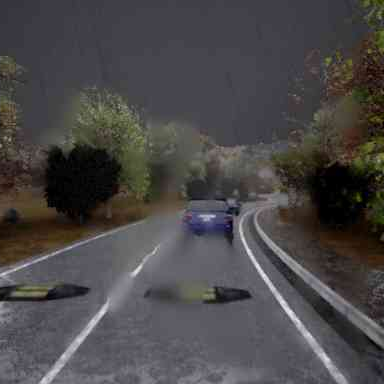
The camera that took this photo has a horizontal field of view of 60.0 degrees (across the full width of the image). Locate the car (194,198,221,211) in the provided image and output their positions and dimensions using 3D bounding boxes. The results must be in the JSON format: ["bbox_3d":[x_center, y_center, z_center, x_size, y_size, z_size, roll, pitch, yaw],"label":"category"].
[{"bbox_3d":[1.988,1.477,40.891,2.033,1.411,5.357,1,0,16],"label":"car"}]

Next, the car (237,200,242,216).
[{"bbox_3d":[3.852,1.355,33.337,2.097,1.767,4.553,1,0,13],"label":"car"}]

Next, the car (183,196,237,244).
[{"bbox_3d":[0.874,1.210,15.956,2.150,2.045,5.566,0,0,6],"label":"car"}]
